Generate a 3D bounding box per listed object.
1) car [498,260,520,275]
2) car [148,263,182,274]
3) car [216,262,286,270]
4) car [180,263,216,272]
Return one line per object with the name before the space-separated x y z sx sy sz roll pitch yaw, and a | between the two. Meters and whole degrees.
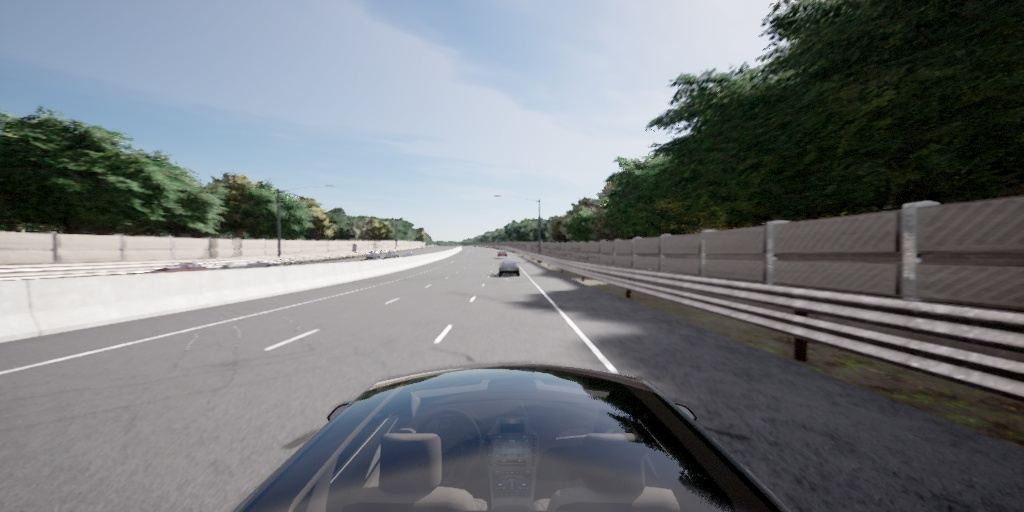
car | -0.298 1.083 34.573 1.994 1.385 4.181 0 1 -1
car | -24.790 1.235 26.941 1.994 1.385 4.181 0 1 -1
car | -17.773 1.190 25.284 1.837 1.490 4.892 0 1 -1
car | -21.285 1.273 26.525 1.895 1.301 4.718 0 1 -1
